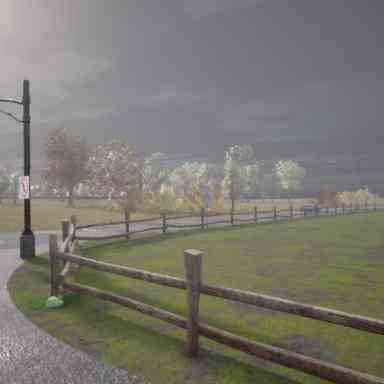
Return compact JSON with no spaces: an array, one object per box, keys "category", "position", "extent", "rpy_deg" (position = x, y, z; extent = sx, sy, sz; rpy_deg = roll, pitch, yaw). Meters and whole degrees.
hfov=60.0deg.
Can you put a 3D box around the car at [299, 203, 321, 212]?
[{"category":"car","position":[18.897,2.449,52.982],"extent":[2.033,1.411,5.357],"rpy_deg":[-1,-2,40]}]
